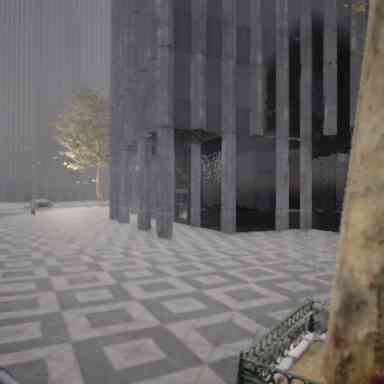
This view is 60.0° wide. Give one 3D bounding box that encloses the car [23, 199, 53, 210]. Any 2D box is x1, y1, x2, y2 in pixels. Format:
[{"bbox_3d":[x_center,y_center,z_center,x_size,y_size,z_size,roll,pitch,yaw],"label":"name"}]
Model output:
[{"bbox_3d":[-22.340,1.740,48.389,2.128,1.511,4.902,0,0,11],"label":"car"}]
